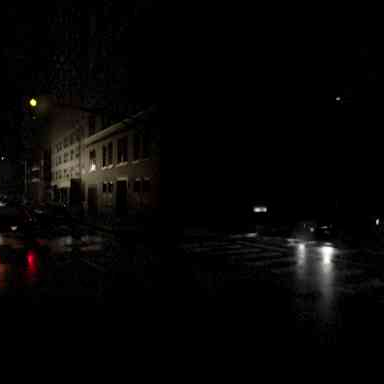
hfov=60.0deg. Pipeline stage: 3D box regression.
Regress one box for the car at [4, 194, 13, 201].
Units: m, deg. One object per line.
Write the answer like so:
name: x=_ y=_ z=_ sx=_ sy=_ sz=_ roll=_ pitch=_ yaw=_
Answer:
car: x=-23.576 y=1.286 z=44.401 sx=1.947 sy=1.339 sz=4.313 roll=1 pitch=0 yaw=-32

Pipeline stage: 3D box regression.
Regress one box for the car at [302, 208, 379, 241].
car: x=7.931 y=1.631 z=17.624 sx=4.892 sy=1.490 sz=1.837 roll=1 pitch=-1 yaw=-33

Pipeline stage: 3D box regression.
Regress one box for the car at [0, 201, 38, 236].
car: x=-9.316 y=1.419 z=17.054 sx=1.812 sy=1.442 sz=4.674 roll=0 pitch=0 yaw=-32

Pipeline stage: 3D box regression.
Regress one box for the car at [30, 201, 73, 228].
car: x=-8.796 y=1.445 z=21.029 sx=1.947 sy=1.339 sz=4.313 roll=1 pitch=0 yaw=-32

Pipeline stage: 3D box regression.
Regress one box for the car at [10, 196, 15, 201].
car: x=-17.664 y=1.329 z=35.052 sx=1.887 sy=1.381 sz=4.507 roll=1 pitch=0 yaw=-32

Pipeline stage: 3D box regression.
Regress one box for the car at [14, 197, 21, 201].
car: x=-14.708 y=1.367 z=30.378 sx=2.008 sy=1.369 sz=4.403 roll=1 pitch=0 yaw=-32

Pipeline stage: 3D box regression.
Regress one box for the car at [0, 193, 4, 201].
car: x=-29.488 y=1.206 z=53.750 sx=2.008 sy=1.369 sz=4.403 roll=1 pitch=0 yaw=-32

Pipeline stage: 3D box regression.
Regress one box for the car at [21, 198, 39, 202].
car: x=-11.751 y=1.393 z=25.704 sx=1.887 sy=1.381 sz=4.507 roll=1 pitch=0 yaw=-32
